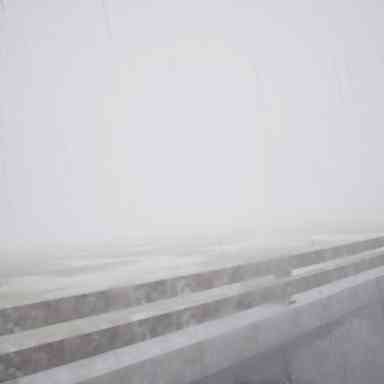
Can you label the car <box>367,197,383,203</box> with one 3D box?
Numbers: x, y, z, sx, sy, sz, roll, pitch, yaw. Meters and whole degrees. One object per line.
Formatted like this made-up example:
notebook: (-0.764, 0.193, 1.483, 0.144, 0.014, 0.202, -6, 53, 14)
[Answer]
car: (43.042, 1.871, 78.508, 2.128, 1.511, 4.902, 0, -1, 2)
